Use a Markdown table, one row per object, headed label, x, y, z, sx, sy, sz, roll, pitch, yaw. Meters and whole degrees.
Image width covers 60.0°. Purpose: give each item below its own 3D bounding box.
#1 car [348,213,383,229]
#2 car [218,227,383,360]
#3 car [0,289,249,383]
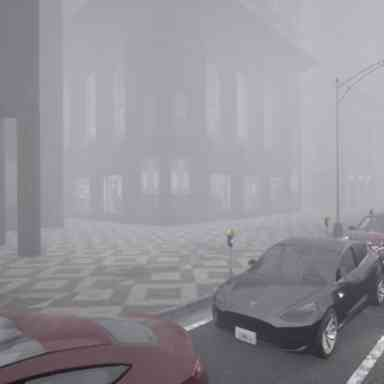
| label | x | y | z | sx | sy | sz | roll | pitch | yaw |
| --- | --- | --- | --- | --- | --- | --- | --- | --- | --- |
| car | 5.983 | 1.406 | 10.259 | 1.967 | 1.590 | 4.097 | 0 | 0 | 42 |
| car | 2.187 | 1.553 | 6.093 | 1.947 | 1.339 | 4.313 | 0 | 0 | 42 |
| car | -1.610 | 1.592 | 1.928 | 1.802 | 1.307 | 4.206 | 0 | 0 | 42 |
